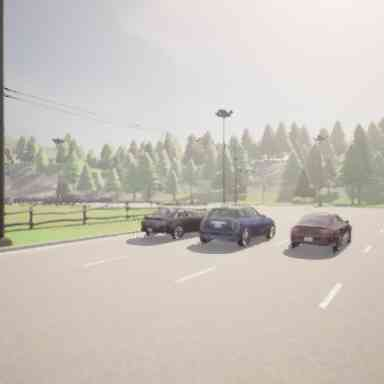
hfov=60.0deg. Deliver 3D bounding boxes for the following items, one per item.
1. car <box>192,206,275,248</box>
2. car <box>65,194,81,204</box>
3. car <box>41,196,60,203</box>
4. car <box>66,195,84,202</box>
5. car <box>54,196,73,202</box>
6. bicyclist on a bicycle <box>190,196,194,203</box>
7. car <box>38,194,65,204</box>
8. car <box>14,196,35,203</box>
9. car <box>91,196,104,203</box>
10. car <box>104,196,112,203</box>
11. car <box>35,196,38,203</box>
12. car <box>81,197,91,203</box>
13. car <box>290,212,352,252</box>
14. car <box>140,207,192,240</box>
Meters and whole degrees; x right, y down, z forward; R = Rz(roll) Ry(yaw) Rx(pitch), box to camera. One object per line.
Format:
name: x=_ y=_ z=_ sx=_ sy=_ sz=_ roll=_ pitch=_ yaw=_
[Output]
car: x=2.257 y=1.422 z=15.589 sx=2.097 sy=1.767 sz=4.553 roll=0 pitch=0 yaw=34
car: x=-27.370 y=1.516 z=72.406 sx=5.566 sy=2.045 sz=2.150 roll=0 pitch=0 yaw=34
car: x=-34.652 y=1.749 z=81.485 sx=5.008 sy=1.535 sz=1.882 roll=0 pitch=0 yaw=34
car: x=-30.735 y=1.652 z=87.288 sx=4.553 sy=1.767 sz=2.097 roll=0 pitch=0 yaw=34
car: x=-32.706 y=1.808 z=84.394 sx=4.902 sy=1.511 sz=2.128 roll=0 pitch=0 yaw=34
bicyclist on a bicycle: x=-0.045 y=1.614 z=71.656 sx=0.582 sy=1.620 sz=1.656 roll=0 pitch=0 yaw=34
car: x=-29.493 y=1.633 z=69.615 sx=4.553 sy=1.767 sz=2.097 roll=0 pitch=0 yaw=34
car: x=-38.543 y=1.745 z=75.666 sx=4.892 sy=1.490 sz=1.837 roll=0 pitch=0 yaw=34
car: x=-23.625 y=1.872 z=78.321 sx=4.181 sy=1.385 sz=1.994 roll=0 pitch=0 yaw=34
car: x=-21.631 y=1.834 z=81.199 sx=4.892 sy=1.490 sz=1.837 roll=0 pitch=0 yaw=34
car: x=-36.598 y=1.784 z=78.576 sx=4.674 sy=1.442 sz=1.812 roll=0 pitch=0 yaw=34
car: x=-25.579 y=1.858 z=75.418 sx=4.181 sy=1.385 sz=1.994 roll=0 pitch=0 yaw=34
car: x=5.609 y=1.593 z=14.302 sx=1.812 sy=1.442 sz=4.674 roll=0 pitch=0 yaw=34
car: x=-0.618 y=1.568 z=17.586 sx=2.128 sy=1.511 sz=4.902 roll=0 pitch=0 yaw=34
